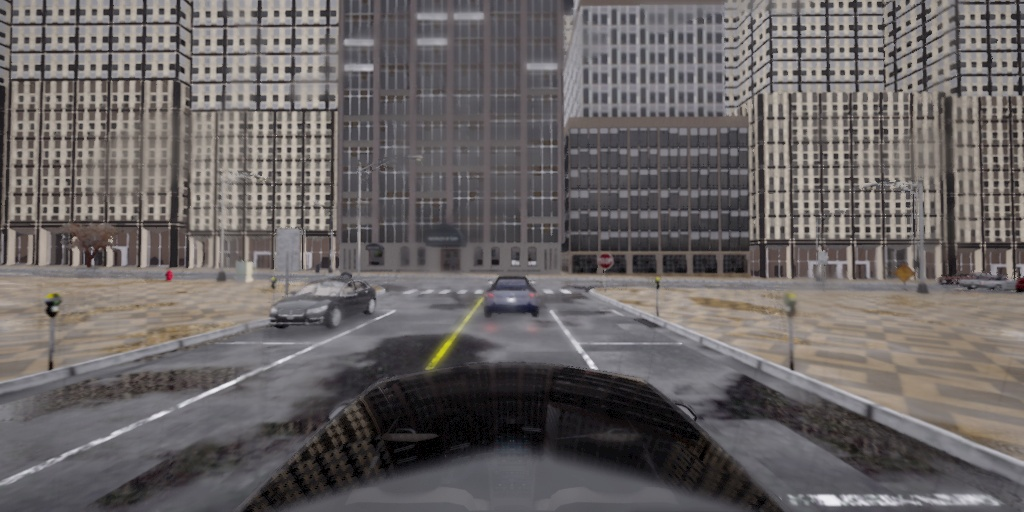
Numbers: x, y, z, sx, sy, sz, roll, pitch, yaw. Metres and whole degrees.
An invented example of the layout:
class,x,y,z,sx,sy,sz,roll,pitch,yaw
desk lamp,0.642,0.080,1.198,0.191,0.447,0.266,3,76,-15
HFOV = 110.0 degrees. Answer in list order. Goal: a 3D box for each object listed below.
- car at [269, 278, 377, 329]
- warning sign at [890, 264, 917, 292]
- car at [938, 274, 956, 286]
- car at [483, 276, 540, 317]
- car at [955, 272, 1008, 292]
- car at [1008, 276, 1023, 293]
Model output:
class,x,y,z,sx,sy,sz,roll,pitch,yaw
car,-5.820,1.403,11.579,2.007,1.370,4.403,0,0,0
warning sign,26.595,1.477,24.245,1.060,1.860,1.300,0,0,1
car,46.738,2.419,36.627,5.008,1.535,1.882,1,-1,1
car,0.002,1.439,13.756,1.994,1.385,4.181,0,-1,0
car,41.082,2.319,30.158,4.718,1.301,1.895,1,-1,1
car,41.214,2.005,26.909,4.553,1.767,2.097,1,-1,1
